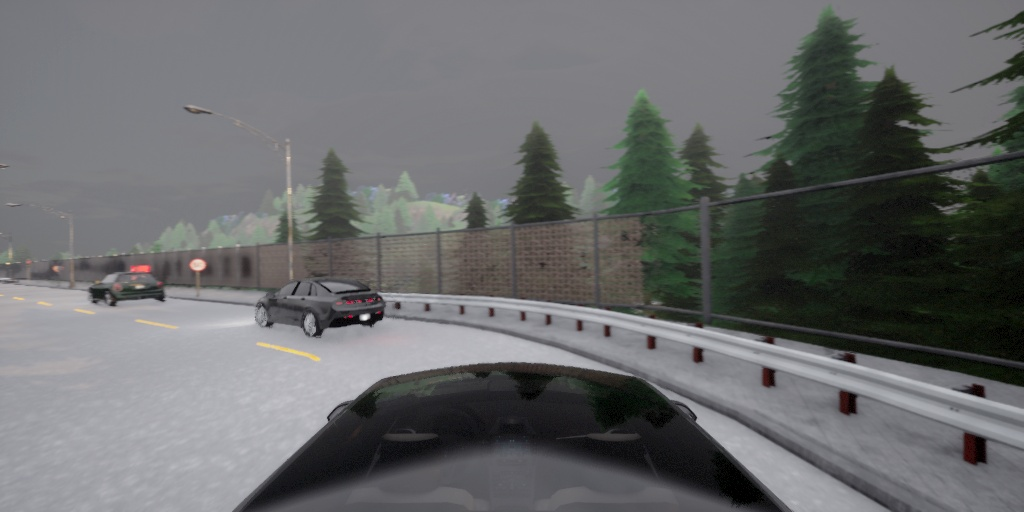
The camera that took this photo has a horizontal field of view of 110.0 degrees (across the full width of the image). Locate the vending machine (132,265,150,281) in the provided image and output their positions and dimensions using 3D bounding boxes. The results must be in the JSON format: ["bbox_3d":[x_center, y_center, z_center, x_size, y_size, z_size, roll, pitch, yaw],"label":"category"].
[{"bbox_3d":[-31.361,1.799,30.361,0.880,2.100,1.100,0,0,30],"label":"vending machine"}]

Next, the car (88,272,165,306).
[{"bbox_3d":[-21.099,1.674,19.615,4.553,1.767,2.097,-2,0,30],"label":"car"}]

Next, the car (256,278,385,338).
[{"bbox_3d":[-5.896,1.417,10.848,4.892,1.490,1.837,-1,-1,34],"label":"car"}]
